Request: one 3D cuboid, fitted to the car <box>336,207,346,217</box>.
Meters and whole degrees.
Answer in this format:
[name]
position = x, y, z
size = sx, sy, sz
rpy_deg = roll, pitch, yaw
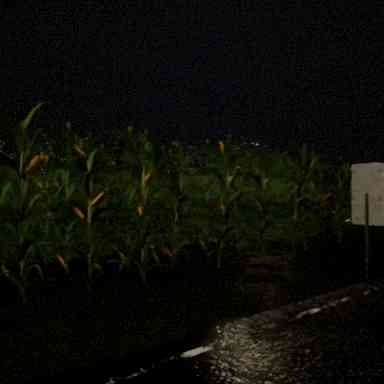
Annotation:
[car]
position = 11.252, 1.580, 30.249
size = 2.033, 1.411, 5.357
rpy_deg = -1, 0, -30
